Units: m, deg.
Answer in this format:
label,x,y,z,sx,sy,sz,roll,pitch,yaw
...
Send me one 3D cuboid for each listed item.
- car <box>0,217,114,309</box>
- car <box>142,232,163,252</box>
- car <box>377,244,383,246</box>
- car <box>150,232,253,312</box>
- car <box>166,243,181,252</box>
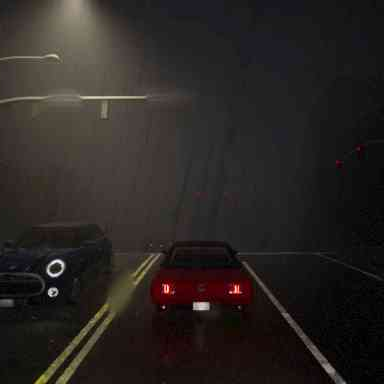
label,x,y,z,sx,sy,sz,roll,pitch,yaw
car,-3.511,1.599,8.600,2.097,1.767,4.553,0,-2,1
car,-3.404,5.123,33.903,2.150,2.045,5.566,-1,-11,8
car,17.323,4.594,26.727,4.902,1.511,2.128,4,-10,1
car,0.199,1.830,8.190,1.895,1.301,4.718,0,-2,1
car,-2.768,8.429,50.018,1.895,1.301,4.718,0,-10,1
